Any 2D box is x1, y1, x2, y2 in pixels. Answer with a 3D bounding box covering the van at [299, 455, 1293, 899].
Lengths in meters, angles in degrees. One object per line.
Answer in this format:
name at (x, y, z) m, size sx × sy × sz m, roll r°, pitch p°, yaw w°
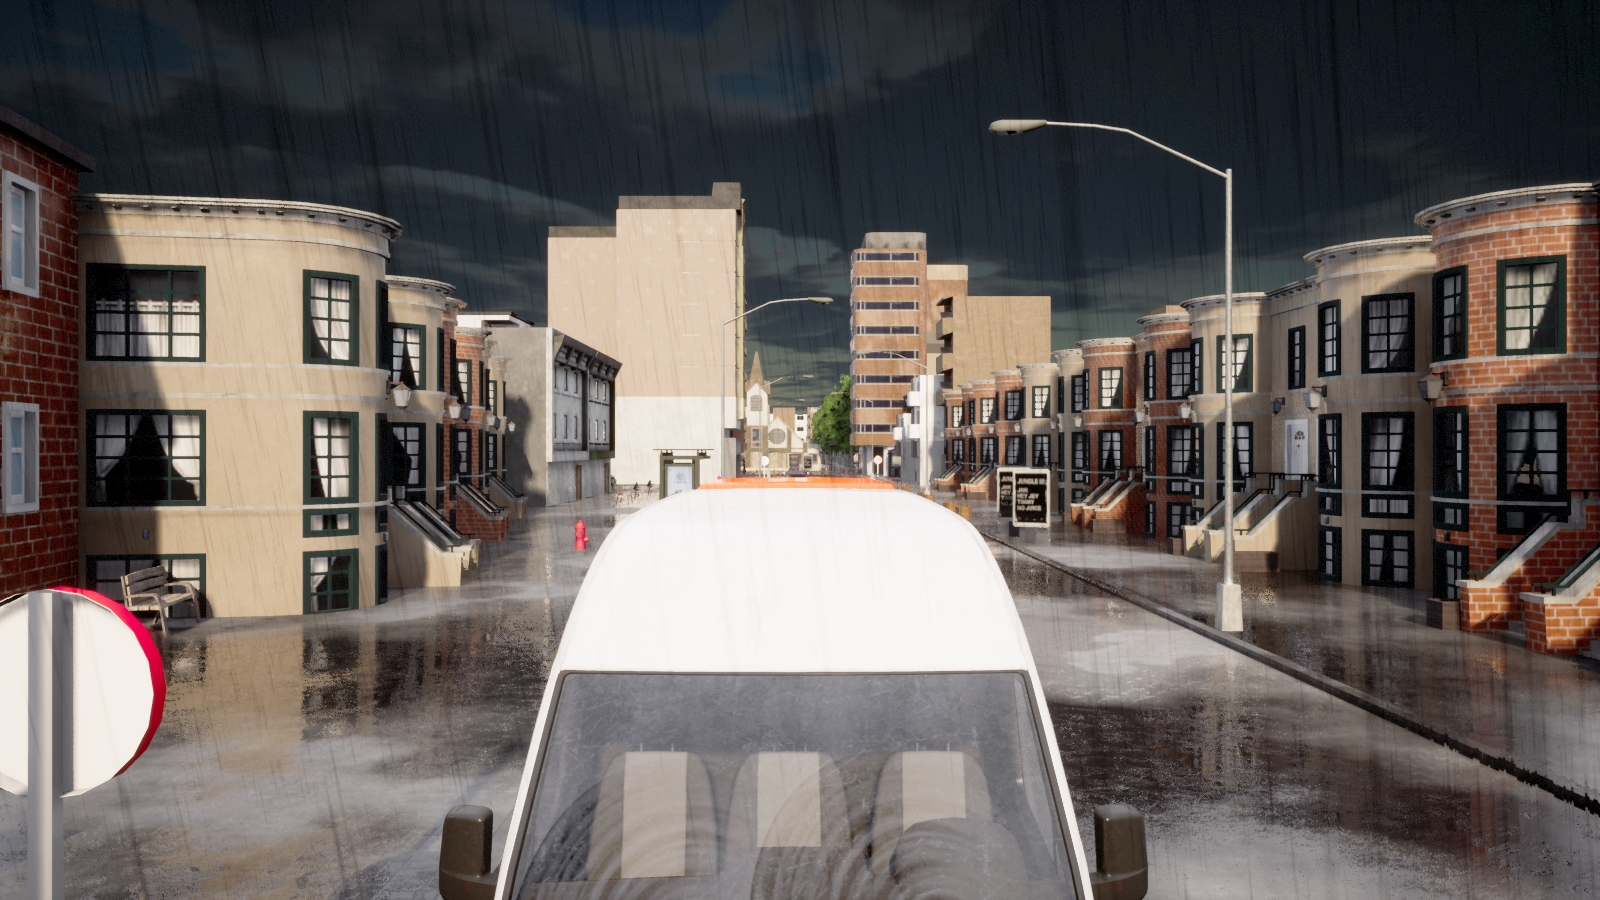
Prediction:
van at (-0.019, 1.314, 5.243) m, size 1.988 × 2.561 × 5.915 m, roll 0°, pitch 0°, yaw 0°
